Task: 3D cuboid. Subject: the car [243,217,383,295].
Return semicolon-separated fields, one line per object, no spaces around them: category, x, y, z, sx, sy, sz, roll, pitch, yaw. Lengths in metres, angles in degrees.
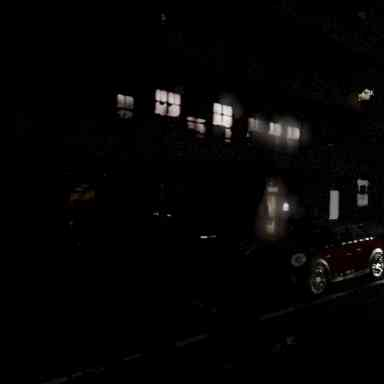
car;3.288;1.502;8.888;4.097;1.590;1.967;1;1;-36
